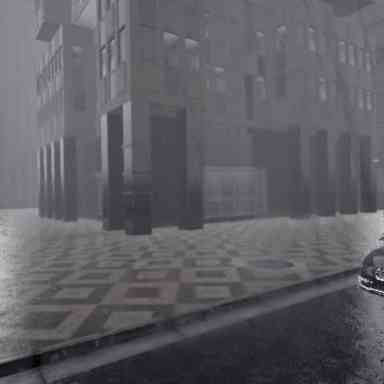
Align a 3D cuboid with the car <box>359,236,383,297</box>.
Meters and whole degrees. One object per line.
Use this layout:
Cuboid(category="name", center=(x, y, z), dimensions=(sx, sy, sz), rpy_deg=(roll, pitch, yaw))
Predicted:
Cuboid(category="car", center=(5.584, 1.375, 7.254), dimensions=(4.892, 1.490, 1.837), rpy_deg=(-1, 1, -35))
